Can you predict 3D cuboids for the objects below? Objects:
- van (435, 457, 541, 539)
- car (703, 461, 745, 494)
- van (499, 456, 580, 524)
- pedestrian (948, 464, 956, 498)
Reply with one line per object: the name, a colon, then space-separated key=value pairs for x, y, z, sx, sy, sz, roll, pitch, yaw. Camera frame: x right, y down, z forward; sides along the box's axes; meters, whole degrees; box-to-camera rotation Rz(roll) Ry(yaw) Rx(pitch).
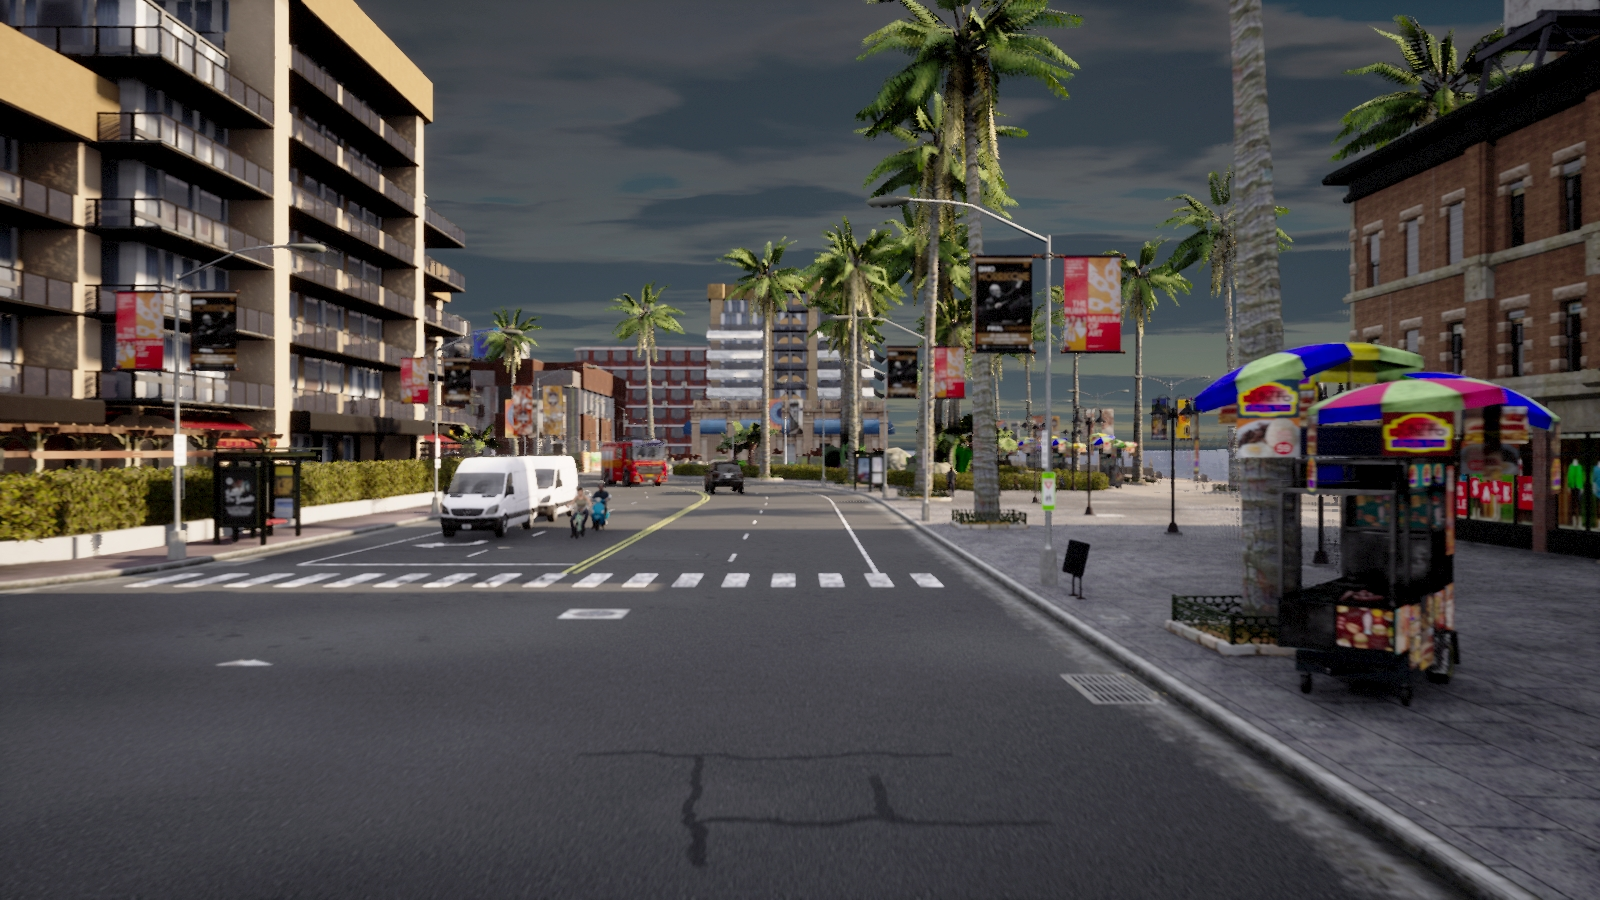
van: x=-10.500 y=1.534 z=38.920 sx=1.988 sy=2.561 sz=5.915 roll=0 pitch=0 yaw=0
car: x=-5.037 y=1.779 z=75.080 sx=2.150 sy=2.045 sz=5.566 roll=0 pitch=0 yaw=-10
van: x=-10.509 y=1.535 z=46.579 sx=1.988 sy=2.561 sz=5.915 roll=0 pitch=0 yaw=0
pedestrian: x=8.290 y=1.697 z=62.388 sx=0.375 sy=1.860 sz=0.375 roll=0 pitch=0 yaw=-7
